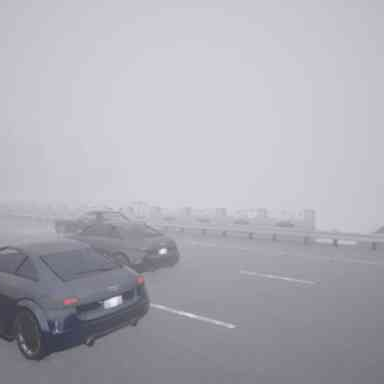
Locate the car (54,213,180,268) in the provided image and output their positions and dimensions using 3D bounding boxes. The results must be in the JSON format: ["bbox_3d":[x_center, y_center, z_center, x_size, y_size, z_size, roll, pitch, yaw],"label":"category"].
[{"bbox_3d":[-2.405,1.547,10.011,4.181,1.385,1.994,0,0,36],"label":"car"}]

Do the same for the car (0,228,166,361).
[{"bbox_3d":[-2.766,1.551,5.967,4.181,1.385,1.994,0,0,36],"label":"car"}]

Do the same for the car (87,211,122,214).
[{"bbox_3d":[-4.491,1.572,15.800,4.718,1.301,1.895,0,0,36],"label":"car"}]
